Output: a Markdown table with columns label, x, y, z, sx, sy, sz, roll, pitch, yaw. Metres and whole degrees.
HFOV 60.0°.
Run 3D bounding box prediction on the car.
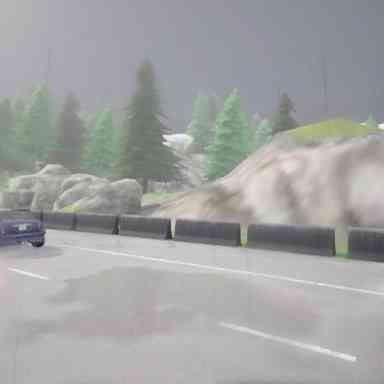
| label | x | y | z | sx | sy | sz | roll | pitch | yaw |
| --- | --- | --- | --- | --- | --- | --- | --- | --- | --- |
| car | -8.262 | 1.446 | 14.066 | 4.553 | 1.767 | 2.097 | -1 | 0 | 36 |
